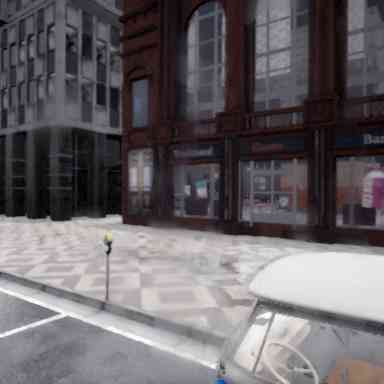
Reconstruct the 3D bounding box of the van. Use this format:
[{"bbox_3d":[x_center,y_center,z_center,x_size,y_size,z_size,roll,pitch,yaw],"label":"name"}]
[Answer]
[{"bbox_3d":[1.936,1.344,1.579,3.998,1.788,1.690,0,0,35],"label":"van"}]
